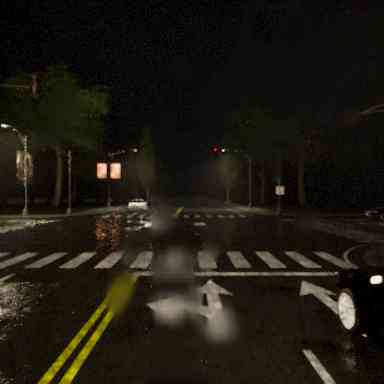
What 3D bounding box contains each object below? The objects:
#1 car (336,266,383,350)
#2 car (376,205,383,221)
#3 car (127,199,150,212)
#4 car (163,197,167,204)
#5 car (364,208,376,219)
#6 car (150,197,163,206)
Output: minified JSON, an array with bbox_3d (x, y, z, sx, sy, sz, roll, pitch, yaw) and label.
[{"bbox_3d":[3.354,1.479,3.714,1.882,1.535,5.008,0,0,1],"label":"car"},{"bbox_3d":[15.932,1.460,23.082,4.892,1.490,1.837,0,0,-1],"label":"car"},{"bbox_3d":[-6.574,1.590,40.332,1.812,1.442,4.674,0,0,0],"label":"car"},{"bbox_3d":[-6.483,1.731,71.267,1.812,1.442,4.674,0,0,0],"label":"car"},{"bbox_3d":[16.175,1.494,26.333,4.674,1.442,1.812,0,0,-1],"label":"car"},{"bbox_3d":[-6.536,1.734,56.305,1.895,1.301,4.718,0,0,1],"label":"car"}]
